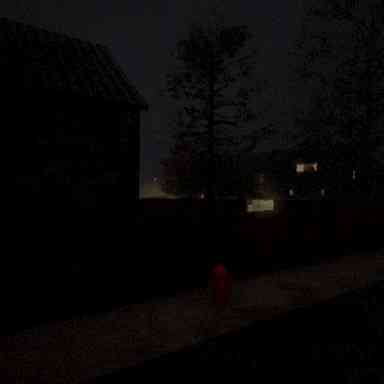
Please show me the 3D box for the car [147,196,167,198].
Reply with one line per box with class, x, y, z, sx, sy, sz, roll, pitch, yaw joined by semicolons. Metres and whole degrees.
car;-5.240;1.538;46.495;2.150;2.045;5.566;1;-1;-34
